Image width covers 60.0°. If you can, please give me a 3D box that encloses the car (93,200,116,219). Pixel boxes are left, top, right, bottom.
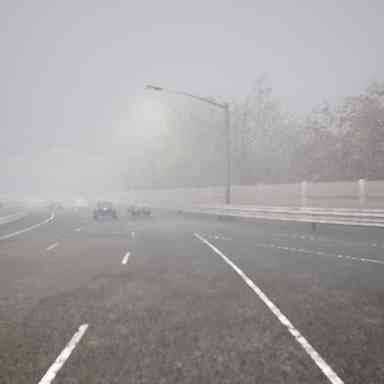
[{"bbox_3d":[-9.081,1.741,34.238,2.097,1.767,4.553,0,-1,-19],"label":"car"}]

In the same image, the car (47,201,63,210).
[{"bbox_3d":[-23.297,2.286,56.462,1.994,1.385,4.181,0,-1,-32],"label":"car"}]

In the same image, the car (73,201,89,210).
[{"bbox_3d":[-18.318,2.187,55.051,1.812,1.442,4.674,0,-1,-31],"label":"car"}]

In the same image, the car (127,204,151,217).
[{"bbox_3d":[-5.875,1.975,36.008,1.895,1.301,4.718,0,-1,-19],"label":"car"}]

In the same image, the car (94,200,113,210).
[{"bbox_3d":[-15.080,2.168,56.486,1.812,1.442,4.674,0,-1,-31],"label":"car"}]
